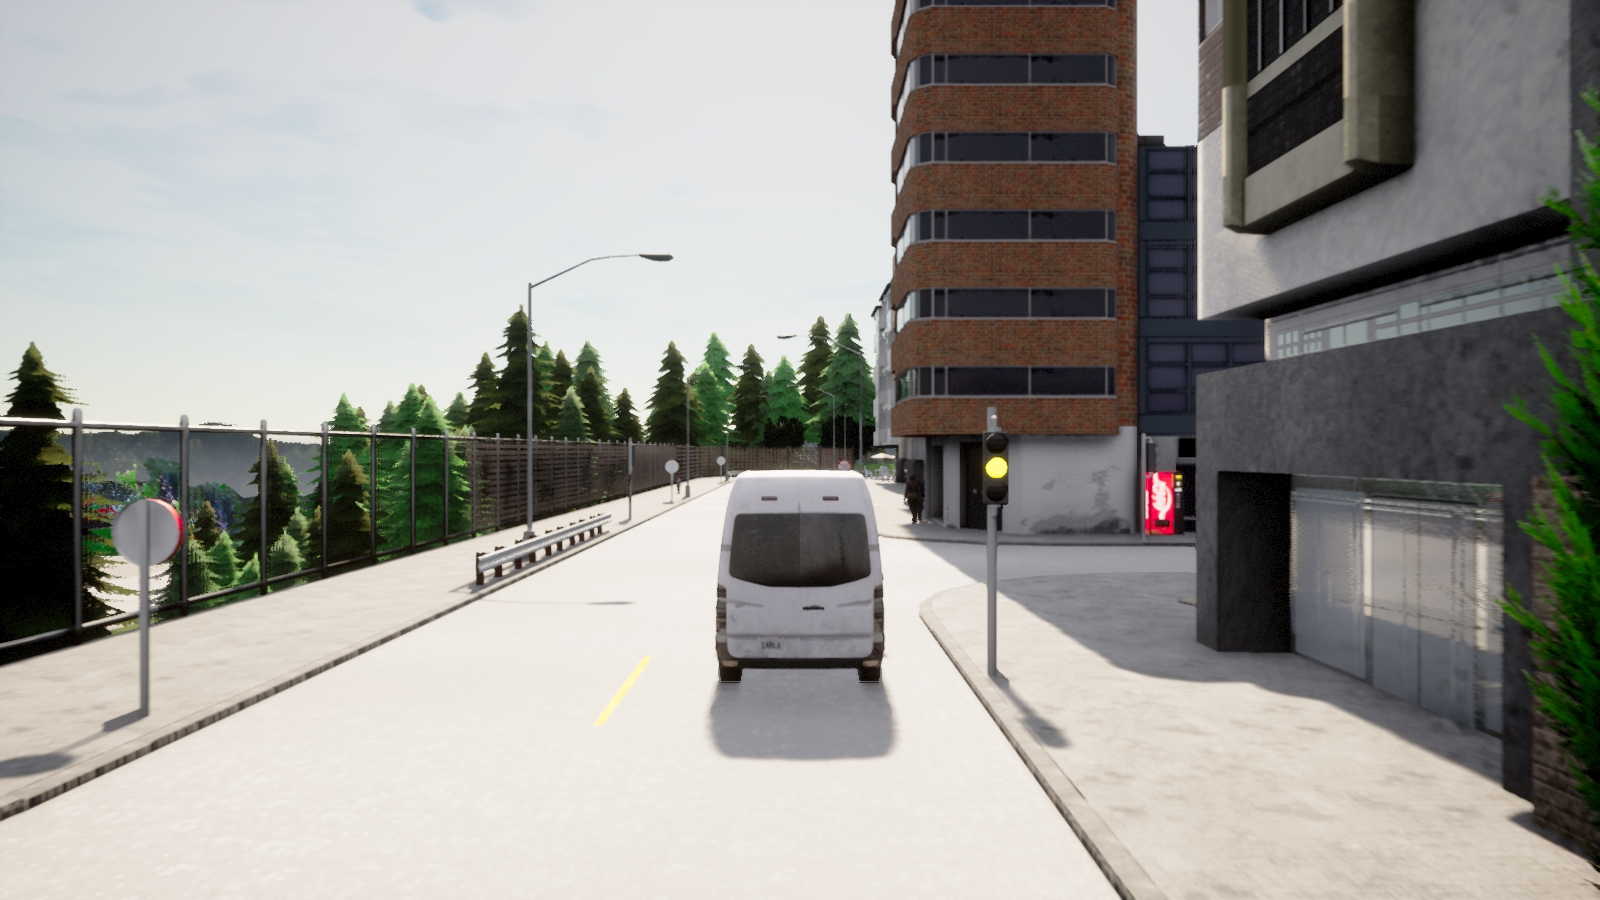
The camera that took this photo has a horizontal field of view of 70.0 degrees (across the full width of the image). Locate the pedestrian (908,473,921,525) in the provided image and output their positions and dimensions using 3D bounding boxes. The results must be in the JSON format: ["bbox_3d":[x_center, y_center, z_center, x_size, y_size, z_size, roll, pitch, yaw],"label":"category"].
[{"bbox_3d":[4.129,1.765,41.325,0.375,1.860,0.375,0,0,-9],"label":"pedestrian"}]

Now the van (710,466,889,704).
[{"bbox_3d":[-0.005,1.546,15.662,1.988,2.561,5.915,0,0,0],"label":"van"}]

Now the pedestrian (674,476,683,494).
[{"bbox_3d":[-7.579,2.174,71.271,0.500,1.100,0.500,0,0,1],"label":"pedestrian"}]

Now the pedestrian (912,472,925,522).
[{"bbox_3d":[4.473,1.767,43.211,0.375,1.860,0.375,0,0,-11],"label":"pedestrian"}]
